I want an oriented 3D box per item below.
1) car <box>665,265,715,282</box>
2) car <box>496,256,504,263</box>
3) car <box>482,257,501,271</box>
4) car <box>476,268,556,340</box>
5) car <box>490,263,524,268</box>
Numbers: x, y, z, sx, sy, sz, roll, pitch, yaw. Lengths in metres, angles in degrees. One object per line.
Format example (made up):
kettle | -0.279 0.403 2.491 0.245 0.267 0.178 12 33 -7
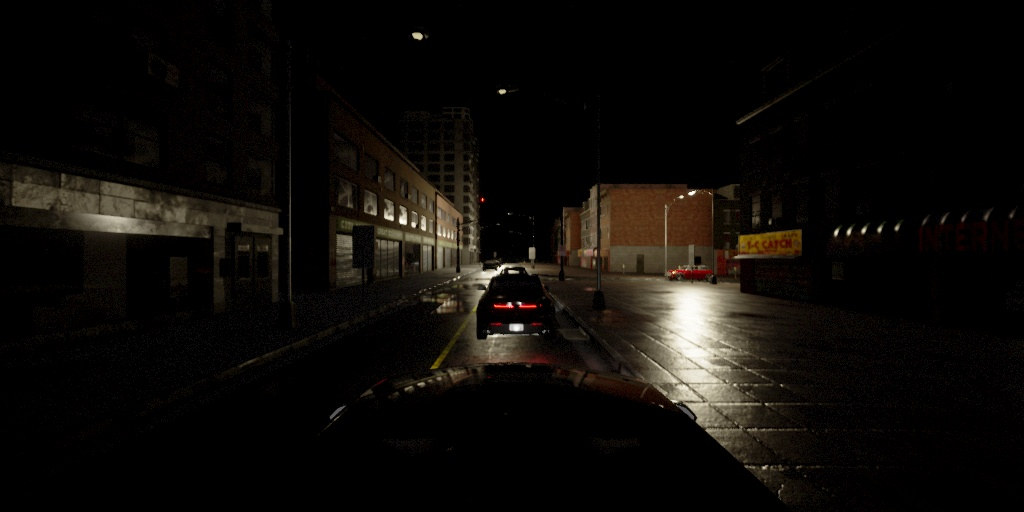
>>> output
car | 16.332 1.560 33.134 4.097 1.591 1.967 0 0 0
car | -2.860 1.218 63.877 1.837 1.490 4.892 0 0 0
car | -2.881 1.207 47.517 1.882 1.535 5.008 0 0 0
car | 0.085 1.252 9.935 1.837 1.490 4.892 0 0 0
car | 0.093 1.291 19.545 2.033 1.411 5.357 0 0 0
